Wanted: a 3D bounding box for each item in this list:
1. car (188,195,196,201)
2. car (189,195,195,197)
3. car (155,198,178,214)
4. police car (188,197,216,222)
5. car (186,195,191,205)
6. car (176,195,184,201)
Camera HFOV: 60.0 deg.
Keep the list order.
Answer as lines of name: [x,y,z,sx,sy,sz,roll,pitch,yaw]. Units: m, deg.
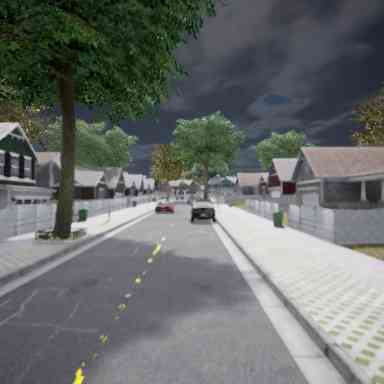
car: [0.037,1.381,78.526,1.812,1.442,4.674,0,0,0]
car: [0.844,1.510,42.223,1.837,1.490,4.892,0,0,0]
car: [-2.828,1.609,35.270,1.895,1.301,4.718,0,0,0]
police car: [0.837,1.435,26.329,1.930,1.638,5.238,0,0,0]
car: [0.028,1.488,61.008,2.128,1.511,4.902,0,0,0]
car: [-2.715,1.302,76.758,2.033,1.411,5.357,0,0,0]
